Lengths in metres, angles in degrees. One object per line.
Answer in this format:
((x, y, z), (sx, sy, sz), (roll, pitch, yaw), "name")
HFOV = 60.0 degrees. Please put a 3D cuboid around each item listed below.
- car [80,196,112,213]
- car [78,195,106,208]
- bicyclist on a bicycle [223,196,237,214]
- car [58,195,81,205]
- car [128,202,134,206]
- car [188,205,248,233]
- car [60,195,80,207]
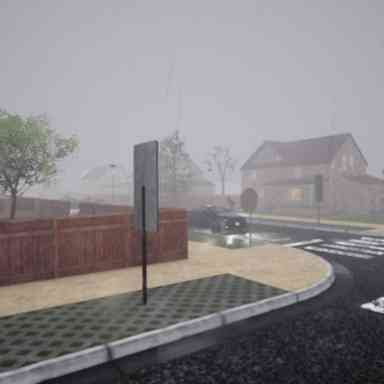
((-9.435, 1.381, 33.759), (1.994, 1.385, 4.181), (-1, 1, -35), "car")
((-13.352, 1.244, 44.164), (2.128, 1.511, 4.902), (-1, 1, -35), "car")
((2.992, 1.129, 26.455), (1.656, 1.620, 0.582), (-1, 1, -36), "bicyclist on a bicycle")
((-19.381, 1.210, 52.501), (2.128, 1.511, 4.902), (-1, 1, -36), "car")
((-3.920, 1.458, 26.048), (1.895, 1.301, 4.718), (-1, 1, -36), "car")
((1.202, 1.462, 18.902), (1.994, 1.385, 4.181), (-1, 1, -35), "car")
((-15.302, 1.378, 41.995), (1.895, 1.301, 4.718), (-1, 1, -35), "car")
